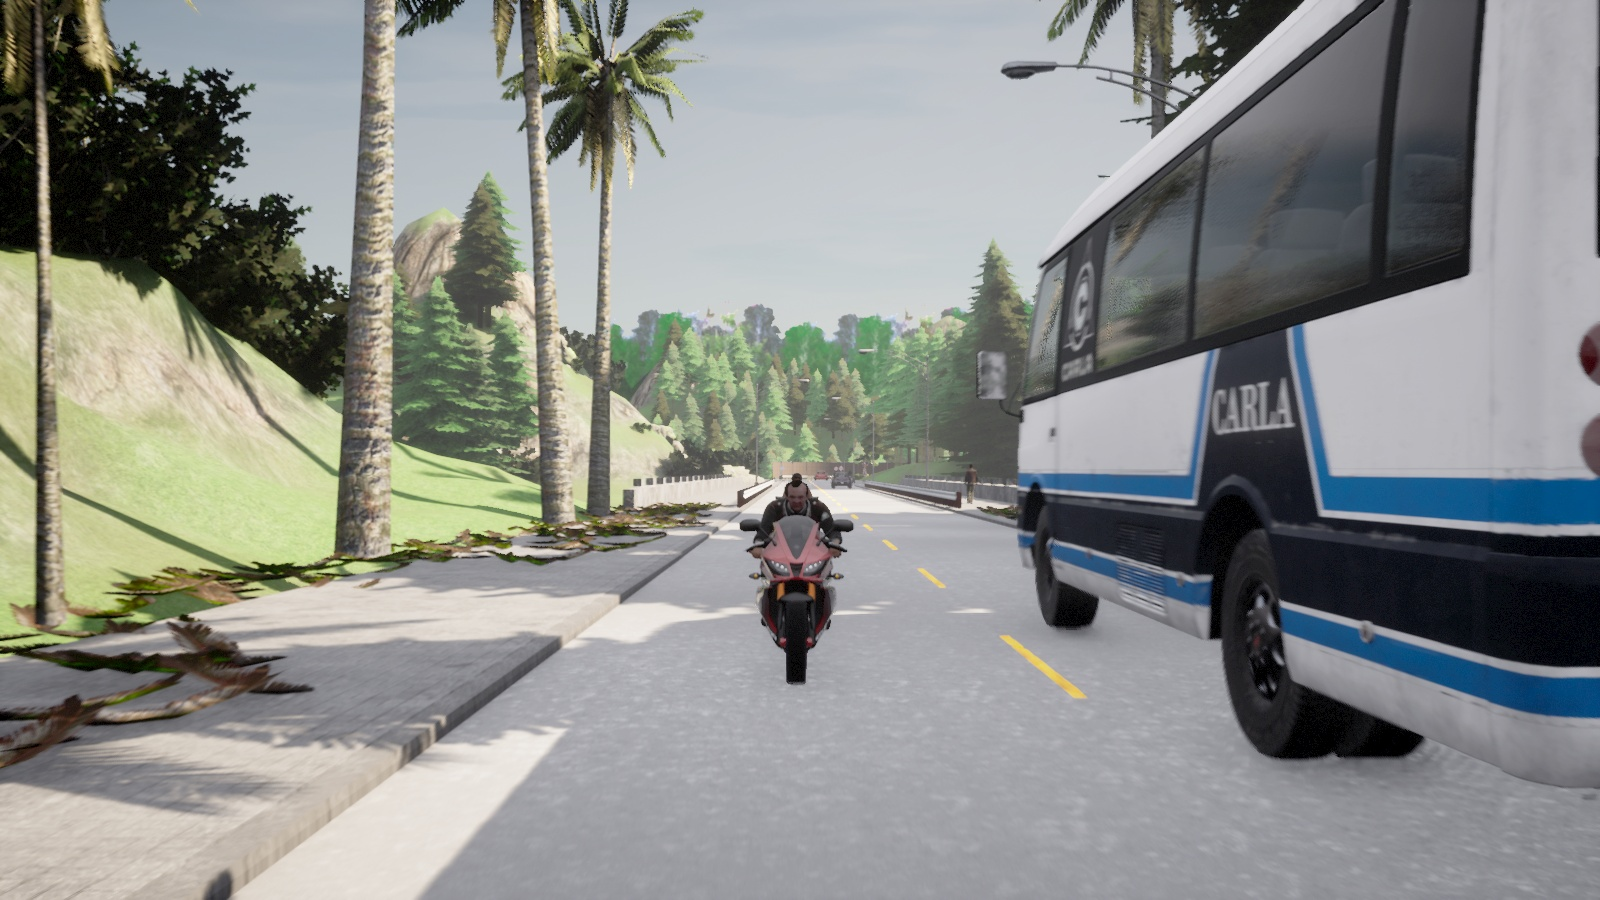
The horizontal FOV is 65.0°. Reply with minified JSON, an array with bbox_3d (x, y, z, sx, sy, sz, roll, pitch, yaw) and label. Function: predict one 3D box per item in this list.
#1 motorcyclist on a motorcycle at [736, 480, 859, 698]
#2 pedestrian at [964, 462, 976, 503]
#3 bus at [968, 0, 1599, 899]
[{"bbox_3d":[-0.021,1.018,10.061,0.866,1.530,2.191,0,-1,0],"label":"motorcyclist on a motorcycle"},{"bbox_3d":[7.695,1.444,56.757,0.431,1.840,0.703,0,-1,0],"label":"pedestrian"},{"bbox_3d":[3.975,-0.416,9.676,3.944,4.253,10.273,0,-1,0],"label":"bus"}]
